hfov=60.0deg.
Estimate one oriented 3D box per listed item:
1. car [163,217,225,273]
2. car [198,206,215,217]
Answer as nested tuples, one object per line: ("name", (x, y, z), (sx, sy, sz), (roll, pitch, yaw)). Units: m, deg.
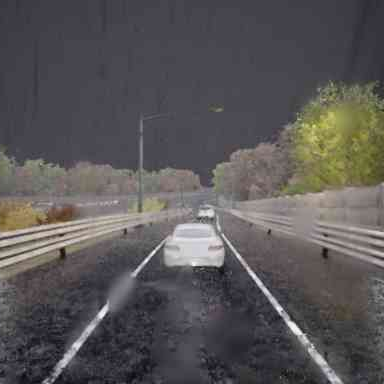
("car", (0.088, 1.762, 11.334), (1.812, 1.442, 4.674), (0, -2, 1))
("car", (2.122, 3.050, 48.769), (2.150, 2.045, 5.566), (0, -3, 4))
